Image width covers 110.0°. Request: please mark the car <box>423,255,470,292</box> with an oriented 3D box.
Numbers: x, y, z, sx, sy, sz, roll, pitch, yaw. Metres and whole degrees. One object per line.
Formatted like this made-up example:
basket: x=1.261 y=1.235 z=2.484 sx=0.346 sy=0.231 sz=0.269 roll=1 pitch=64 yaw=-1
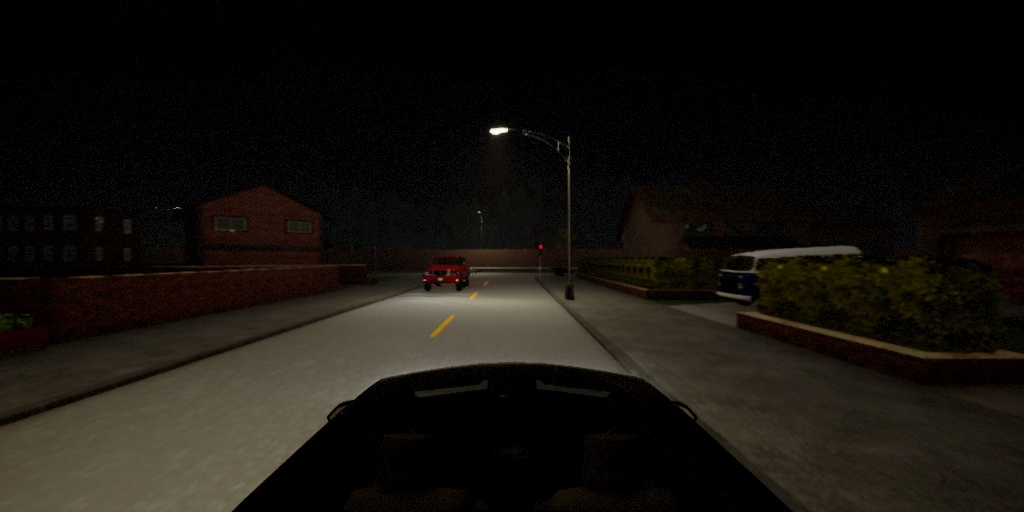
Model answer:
car: x=-3.993 y=0.930 z=22.721 sx=2.150 sy=2.045 sz=5.566 roll=0 pitch=0 yaw=0
